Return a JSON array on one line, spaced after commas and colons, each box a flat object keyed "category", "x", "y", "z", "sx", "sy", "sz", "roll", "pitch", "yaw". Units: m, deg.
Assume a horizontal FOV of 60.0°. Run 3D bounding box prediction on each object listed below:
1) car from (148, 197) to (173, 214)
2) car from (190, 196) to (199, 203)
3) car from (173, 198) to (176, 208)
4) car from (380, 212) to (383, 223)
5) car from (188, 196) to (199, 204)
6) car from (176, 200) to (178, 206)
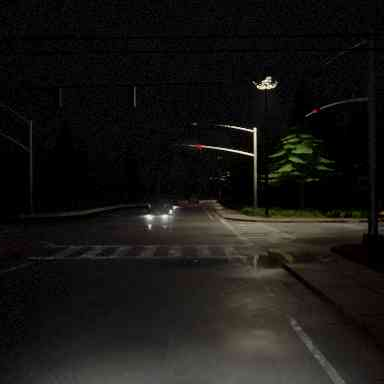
[{"category": "car", "x": -3.615, "y": 1.465, "z": 36.735, "sx": 2.097, "sy": 1.767, "sz": 4.553, "roll": 0, "pitch": 0, "yaw": 0}, {"category": "car", "x": 0.631, "y": 1.629, "z": 75.652, "sx": 1.837, "sy": 1.490, "sz": 4.892, "roll": 0, "pitch": 0, "yaw": 2}, {"category": "car", "x": -3.601, "y": 1.642, "z": 46.605, "sx": 1.837, "sy": 1.490, "sz": 4.892, "roll": 0, "pitch": 0, "yaw": 0}, {"category": "car", "x": 15.142, "y": 1.485, "z": 22.020, "sx": 5.008, "sy": 1.535, "sz": 1.882, "roll": 0, "pitch": 0, "yaw": 1}, {"category": "car", "x": 0.312, "y": 1.689, "z": 65.344, "sx": 1.812, "sy": 1.442, "sz": 4.674, "roll": 0, "pitch": 0, "yaw": 2}, {"category": "car", "x": -3.512, "y": 1.726, "z": 56.685, "sx": 1.994, "sy": 1.385, "sz": 4.181, "roll": 0, "pitch": 0, "yaw": 1}]
